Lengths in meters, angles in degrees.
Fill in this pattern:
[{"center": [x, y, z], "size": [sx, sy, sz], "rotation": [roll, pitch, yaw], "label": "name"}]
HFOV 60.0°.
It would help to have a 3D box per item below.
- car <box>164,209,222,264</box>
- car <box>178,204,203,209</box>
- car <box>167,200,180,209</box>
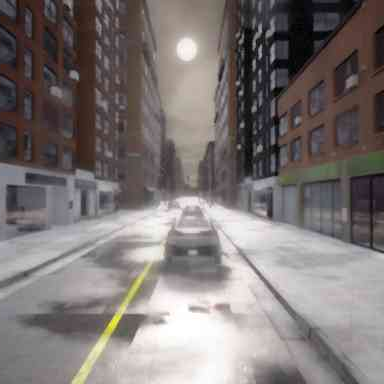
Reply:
[{"center": [0.045, 1.617, 12.357], "size": [2.128, 1.511, 4.902], "rotation": [0, -1, 0], "label": "car"}, {"center": [0.048, 1.809, 28.026], "size": [1.812, 1.442, 4.674], "rotation": [0, 0, 0], "label": "car"}, {"center": [-2.829, 2.059, 52.966], "size": [1.812, 1.442, 4.674], "rotation": [0, -1, 0], "label": "car"}]
